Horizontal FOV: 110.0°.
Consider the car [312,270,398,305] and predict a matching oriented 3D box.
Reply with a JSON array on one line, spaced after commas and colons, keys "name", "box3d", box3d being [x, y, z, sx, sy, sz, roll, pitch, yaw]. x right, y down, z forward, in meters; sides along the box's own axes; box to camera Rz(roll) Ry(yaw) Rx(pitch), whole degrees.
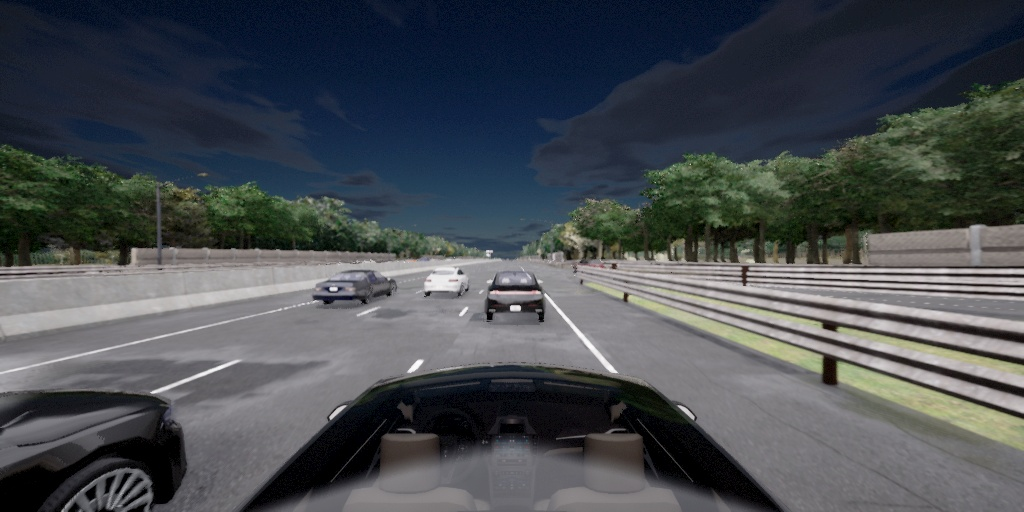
[{"name": "car", "box3d": [-6.903, 1.335, 16.374, 2.033, 1.411, 5.357, 0, 0, 0]}]

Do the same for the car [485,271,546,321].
[{"name": "car", "box3d": [0.098, 1.269, 12.551, 2.128, 1.511, 4.902, 0, 0, 0]}]

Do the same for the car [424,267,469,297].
[{"name": "car", "box3d": [-3.404, 1.321, 19.162, 1.812, 1.442, 4.674, 0, 0, 0]}]

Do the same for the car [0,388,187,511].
[{"name": "car", "box3d": [-3.400, 1.239, 0.714, 2.128, 1.511, 4.902, 0, 0, 0]}]

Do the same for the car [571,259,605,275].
[{"name": "car", "box3d": [8.334, 1.137, 39.723, 2.097, 1.767, 4.553, -2, 1, -17]}]
